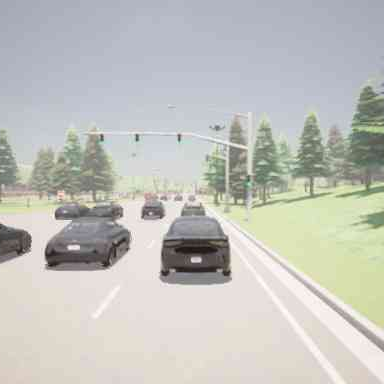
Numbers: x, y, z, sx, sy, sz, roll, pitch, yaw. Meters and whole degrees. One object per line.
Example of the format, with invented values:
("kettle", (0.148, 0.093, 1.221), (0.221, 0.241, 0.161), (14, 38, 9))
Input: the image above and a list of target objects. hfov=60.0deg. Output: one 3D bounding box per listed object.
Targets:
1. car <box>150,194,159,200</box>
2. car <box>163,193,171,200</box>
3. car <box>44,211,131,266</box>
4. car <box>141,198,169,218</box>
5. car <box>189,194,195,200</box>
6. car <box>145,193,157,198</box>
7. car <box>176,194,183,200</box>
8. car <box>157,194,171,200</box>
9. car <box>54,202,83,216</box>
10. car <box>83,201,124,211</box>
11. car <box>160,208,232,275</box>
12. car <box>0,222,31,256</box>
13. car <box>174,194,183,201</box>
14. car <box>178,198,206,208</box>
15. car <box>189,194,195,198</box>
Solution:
("car", (-10.501, 1.376, 93.346), (1.882, 1.535, 5.008), (0, 0, 0))
("car", (-7.001, 1.254, 93.316), (2.097, 1.767, 4.553), (0, 0, 0))
("car", (-3.400, 1.572, 11.575), (1.994, 1.385, 4.181), (0, 0, 0))
("car", (-3.401, 1.526, 29.977), (1.837, 1.490, 4.892), (0, 0, 0))
("car", (-0.001, 1.422, 93.346), (1.812, 1.442, 4.674), (0, 0, 0))
("car", (-10.501, 1.275, 82.956), (2.150, 2.045, 5.566), (0, 0, 0))
("car", (-3.501, 1.376, 93.346), (1.882, 1.535, 5.008), (0, 0, 0))
("car", (-7.001, 1.550, 82.926), (1.837, 1.490, 4.892), (0, 0, 0))
("car", (-10.400, 1.585, 29.220), (1.994, 1.385, 4.181), (0, 0, 0))
("car", (-6.899, 1.511, 27.428), (2.128, 1.511, 4.902), (0, 0, 0))
("car", (0.102, 1.485, 10.521), (1.882, 1.535, 5.008), (0, 0, 0))
("car", (-6.904, 1.533, 10.490), (1.812, 1.442, 4.674), (0, 0, 0))
("car", (-3.501, 1.575, 82.926), (2.128, 1.511, 4.902), (0, 0, 0))
("car", (0.101, 1.510, 26.972), (2.128, 1.511, 4.902), (0, 0, 0))
("car", (-0.001, 1.604, 83.343), (1.994, 1.385, 4.181), (0, 0, 0))
